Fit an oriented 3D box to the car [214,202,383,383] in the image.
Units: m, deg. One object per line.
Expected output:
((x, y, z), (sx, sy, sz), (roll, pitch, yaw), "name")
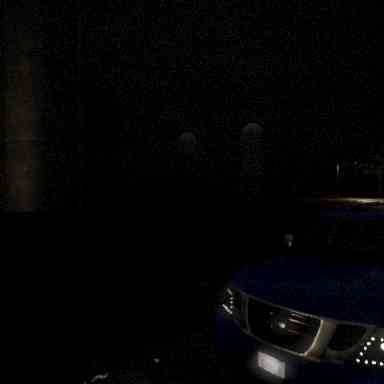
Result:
((2.834, 1.208, 4.789), (5.566, 2.045, 2.150), (0, 0, -40), "car")
